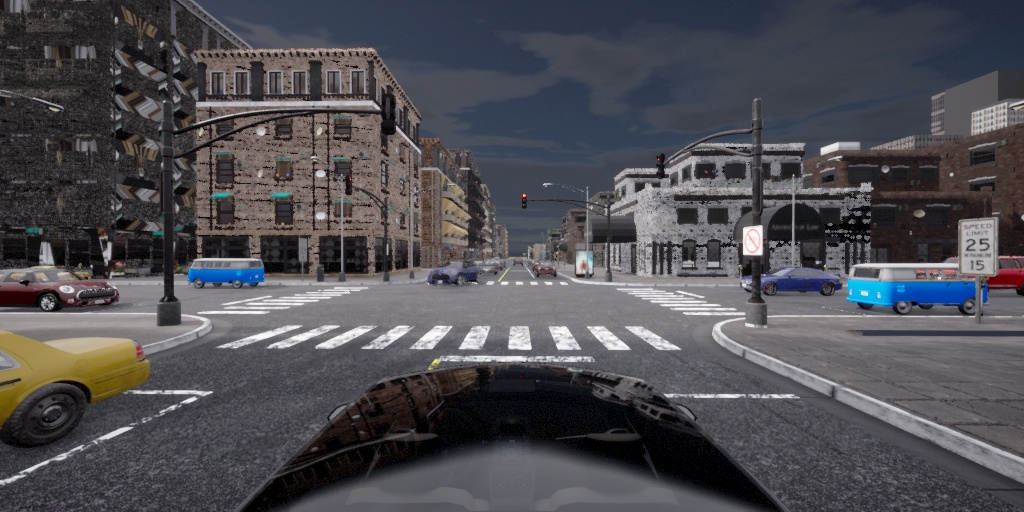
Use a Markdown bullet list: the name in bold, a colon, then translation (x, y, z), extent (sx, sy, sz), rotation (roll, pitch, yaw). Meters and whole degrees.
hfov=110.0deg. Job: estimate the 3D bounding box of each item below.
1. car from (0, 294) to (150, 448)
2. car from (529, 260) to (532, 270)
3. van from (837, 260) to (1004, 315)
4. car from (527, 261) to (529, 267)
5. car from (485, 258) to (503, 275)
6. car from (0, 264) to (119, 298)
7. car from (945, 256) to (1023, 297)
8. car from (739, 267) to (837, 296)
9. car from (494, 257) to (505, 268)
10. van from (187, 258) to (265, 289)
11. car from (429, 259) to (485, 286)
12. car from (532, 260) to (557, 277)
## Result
- **car**: translation (-5.680, 1.275, 2.623), extent (1.751, 1.417, 4.829), rotation (0, 0, 1)
- **car**: translation (3.454, 1.347, 46.503), extent (1.802, 1.307, 4.207), rotation (0, 0, 1)
- **van**: translation (14.851, 1.156, 13.208), extent (3.998, 1.789, 1.690), rotation (0, 0, 1)
- **car**: translation (3.552, 1.321, 52.199), extent (2.007, 1.370, 4.403), rotation (0, 0, 1)
- **car**: translation (-2.474, 1.251, 38.463), extent (2.128, 1.511, 4.902), rotation (0, 0, 1)
- **car**: translation (-17.526, 1.190, 13.523), extent (4.097, 1.591, 1.967), rotation (0, 0, 1)
- **car**: translation (24.351, 1.017, 18.900), extent (5.566, 2.045, 2.150), rotation (0, 0, 0)
- **car**: translation (14.691, 1.298, 18.993), extent (4.674, 1.442, 1.812), rotation (0, 0, 2)
- **car**: translation (-2.292, 1.293, 48.922), extent (1.812, 1.442, 4.674), rotation (0, 0, 1)
- **van**: translation (-17.426, 1.030, 21.903), extent (3.998, 1.789, 1.690), rotation (0, 0, 1)
- **car**: translation (-3.861, 1.071, 24.687), extent (2.097, 1.767, 4.553), rotation (0, -1, 17)
- **car**: translation (3.259, 1.195, 35.111), extent (1.967, 1.591, 4.097), rotation (0, 0, 1)
